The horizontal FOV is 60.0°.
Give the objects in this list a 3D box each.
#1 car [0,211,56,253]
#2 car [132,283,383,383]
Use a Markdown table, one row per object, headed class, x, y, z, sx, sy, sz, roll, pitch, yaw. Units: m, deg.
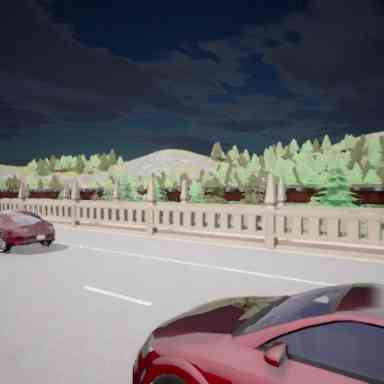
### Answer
| class | x | y | z | sx | sy | sz | roll | pitch | yaw |
| --- | --- | --- | --- | --- | --- | --- | --- | --- | --- |
| car | -7.411 | 1.490 | 13.500 | 4.674 | 1.442 | 1.812 | 0 | 0 | 35 |
| car | 1.442 | 1.557 | 2.876 | 4.181 | 1.385 | 1.994 | 0 | 0 | 36 |
